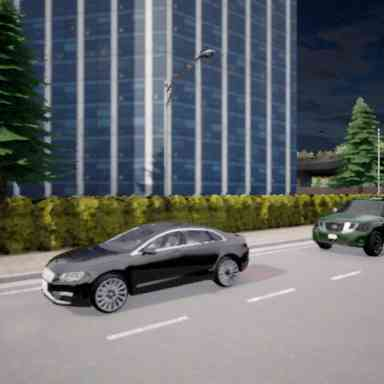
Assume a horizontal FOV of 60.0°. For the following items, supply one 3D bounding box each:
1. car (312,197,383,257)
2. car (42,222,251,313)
[{"bbox_3d":[7.255,1.231,13.431,5.566,2.045,2.150,0,0,-35],"label":"car"},{"bbox_3d":[-0.792,1.494,7.720,4.902,1.511,2.128,0,0,-35],"label":"car"}]
